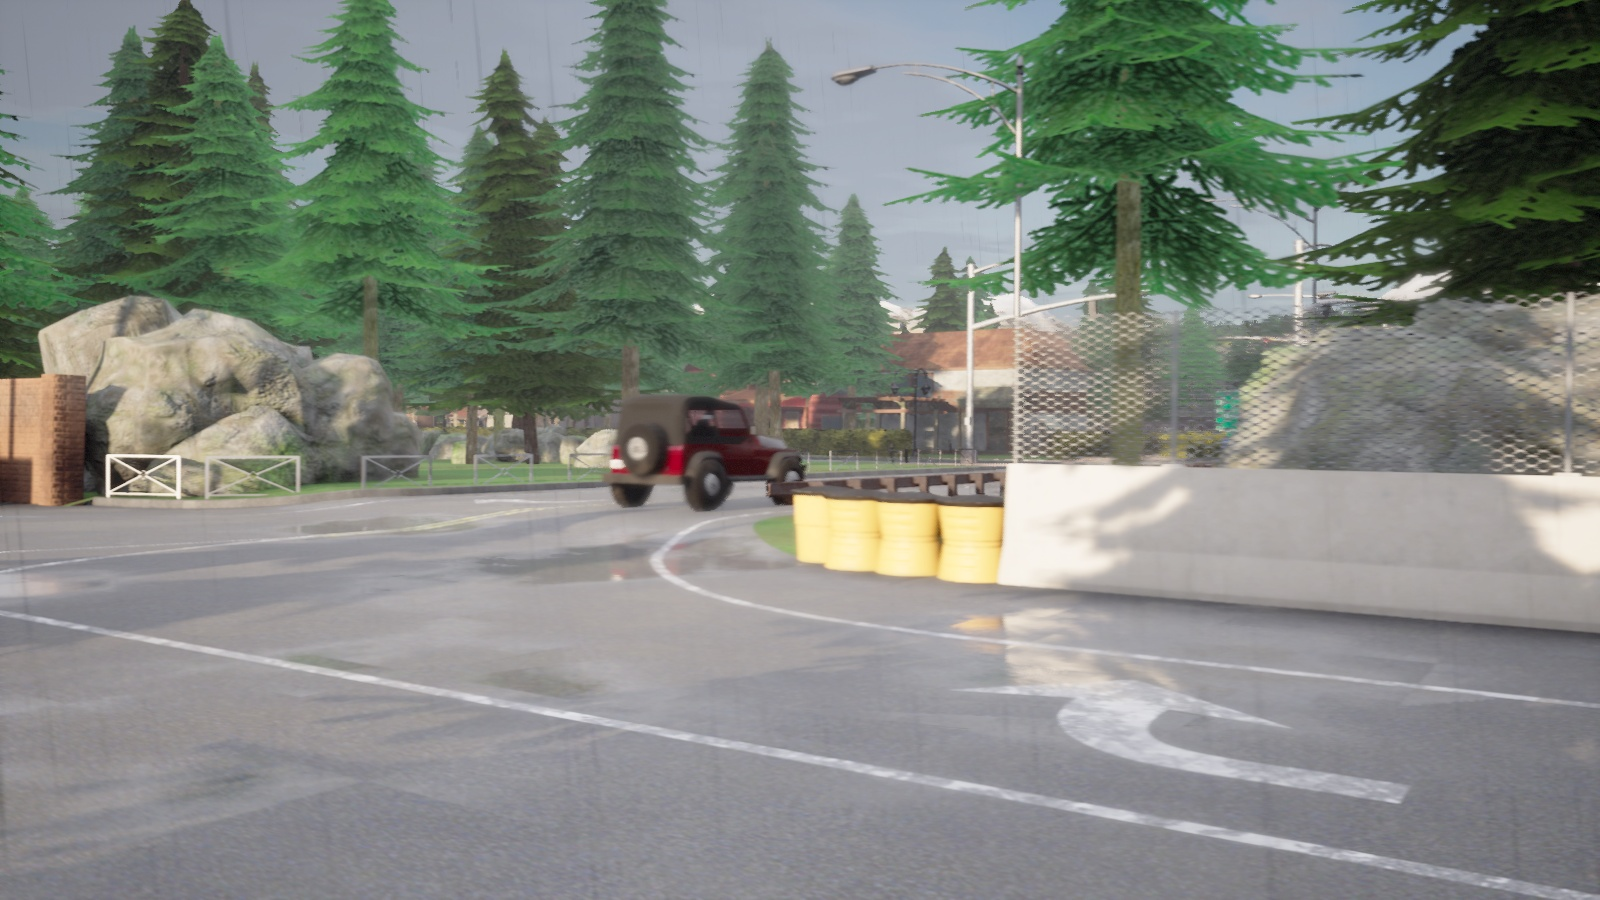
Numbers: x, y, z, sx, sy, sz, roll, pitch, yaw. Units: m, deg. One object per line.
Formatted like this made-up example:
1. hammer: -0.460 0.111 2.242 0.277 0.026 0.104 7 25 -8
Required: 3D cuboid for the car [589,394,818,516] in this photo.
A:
1. car: -1.550 0.047 21.492 1.905 1.878 3.866 0 1 34
